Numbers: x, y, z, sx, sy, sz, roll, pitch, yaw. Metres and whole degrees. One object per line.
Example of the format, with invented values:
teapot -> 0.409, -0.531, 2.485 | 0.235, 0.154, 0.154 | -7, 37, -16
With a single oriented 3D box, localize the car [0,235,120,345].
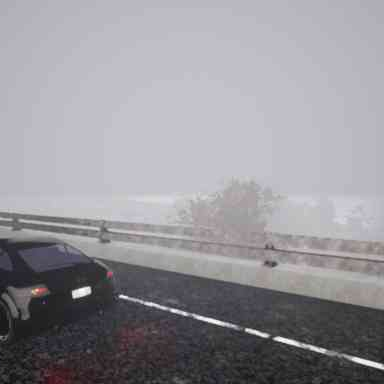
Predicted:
car -> -3.369, 1.547, 6.424 | 4.181, 1.385, 1.994 | 0, 0, 36
